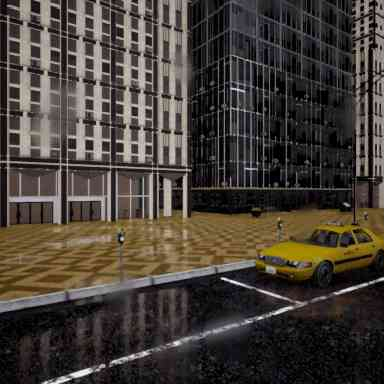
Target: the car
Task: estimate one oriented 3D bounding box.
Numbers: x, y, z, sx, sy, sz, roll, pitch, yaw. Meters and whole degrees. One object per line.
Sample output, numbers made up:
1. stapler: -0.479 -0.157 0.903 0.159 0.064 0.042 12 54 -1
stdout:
1. car: 3.830 1.526 9.271 4.829 1.417 1.752 0 0 -35
